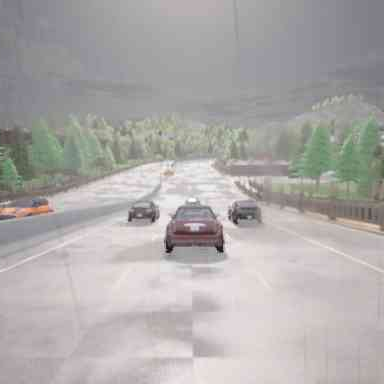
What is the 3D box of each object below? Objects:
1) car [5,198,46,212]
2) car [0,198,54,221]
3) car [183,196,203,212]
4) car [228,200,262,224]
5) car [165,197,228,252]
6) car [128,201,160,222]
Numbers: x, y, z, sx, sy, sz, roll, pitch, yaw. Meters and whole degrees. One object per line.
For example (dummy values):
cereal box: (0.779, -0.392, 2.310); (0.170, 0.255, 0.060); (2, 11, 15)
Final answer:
car: (-17.513, 1.339, 35.266); (1.895, 1.301, 4.718); (0, 1, 0)
car: (-10.544, 1.193, 21.036); (2.097, 1.767, 4.553); (0, 1, 1)
car: (0.083, 1.261, 36.833); (2.033, 1.411, 5.357); (0, 1, 0)
car: (3.590, 1.329, 23.195); (1.837, 1.490, 4.892); (0, 0, 0)
car: (0.094, 1.251, 13.565); (2.097, 1.767, 4.553); (0, 1, 0)
car: (-3.411, 1.346, 23.999); (1.812, 1.442, 4.674); (0, 0, 0)
